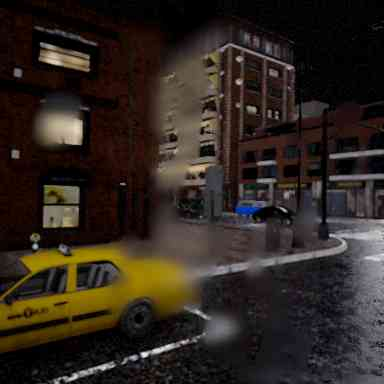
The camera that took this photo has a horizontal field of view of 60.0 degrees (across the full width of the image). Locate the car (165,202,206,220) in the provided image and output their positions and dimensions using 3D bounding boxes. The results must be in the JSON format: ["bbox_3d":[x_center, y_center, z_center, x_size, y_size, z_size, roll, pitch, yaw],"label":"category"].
[{"bbox_3d":[-0.413,1.879,31.429,1.947,1.339,4.313,1,-1,-35],"label":"car"}]

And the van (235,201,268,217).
[{"bbox_3d":[6.485,1.873,36.189,1.690,1.788,3.998,1,-1,-35],"label":"van"}]

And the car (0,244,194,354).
[{"bbox_3d":[-2.235,1.534,5.116,4.829,1.417,1.752,1,1,-35],"label":"car"}]

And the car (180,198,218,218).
[{"bbox_3d":[0.610,1.622,34.533,2.150,2.045,5.566,2,-2,-34],"label":"car"}]

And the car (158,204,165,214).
[{"bbox_3d":[-5.272,2.050,43.057,2.033,1.411,5.357,2,-2,-35],"label":"car"}]

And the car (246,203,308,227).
[{"bbox_3d":[6.682,1.821,25.725,1.812,1.442,4.674,2,-2,-35],"label":"car"}]
